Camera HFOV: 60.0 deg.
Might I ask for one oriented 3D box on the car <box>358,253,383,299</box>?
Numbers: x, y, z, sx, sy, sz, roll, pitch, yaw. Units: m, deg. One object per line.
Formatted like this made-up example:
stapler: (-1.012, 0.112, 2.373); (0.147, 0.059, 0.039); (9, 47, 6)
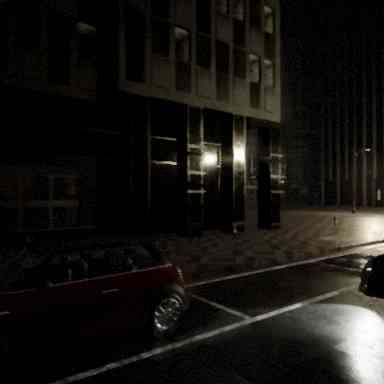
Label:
car: (5.563, 1.643, 7.464); (4.181, 1.385, 1.994); (1, -1, -37)

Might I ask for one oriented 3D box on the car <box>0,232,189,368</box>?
car: (-2.120, 1.479, 5.143); (4.097, 1.590, 1.967); (1, -1, -37)
